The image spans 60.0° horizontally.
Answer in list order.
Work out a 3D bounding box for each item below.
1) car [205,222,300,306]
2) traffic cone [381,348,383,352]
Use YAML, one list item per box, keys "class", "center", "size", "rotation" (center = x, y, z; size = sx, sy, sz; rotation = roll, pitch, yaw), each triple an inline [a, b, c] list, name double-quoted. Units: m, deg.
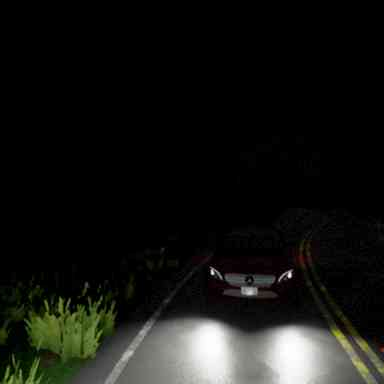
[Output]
- class: "car"
  center: [1.537, 1.523, 8.283]
  size: [1.812, 1.442, 4.674]
  rotation: [-1, 0, 12]
- class: "traffic cone"
  center: [2.838, 1.938, 4.537]
  size: [0.340, 0.580, 0.340]
  rotation: [-1, 1, -2]
